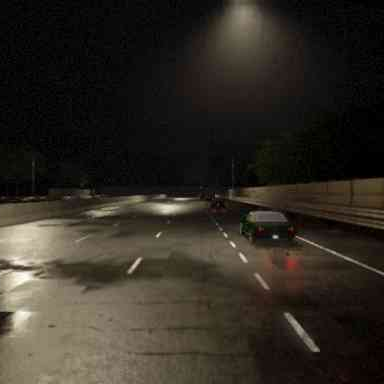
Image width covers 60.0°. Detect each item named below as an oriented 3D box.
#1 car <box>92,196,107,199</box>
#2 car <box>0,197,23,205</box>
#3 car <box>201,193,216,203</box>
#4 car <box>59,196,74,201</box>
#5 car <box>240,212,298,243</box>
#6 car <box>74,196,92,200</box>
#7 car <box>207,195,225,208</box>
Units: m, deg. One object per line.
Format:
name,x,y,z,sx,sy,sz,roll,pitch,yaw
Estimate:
car,-17.504,1.535,65.039,1.812,1.442,4.674,0,0,0
car,-28.038,1.515,51.324,1.837,1.490,4.892,0,0,1
car,3.499,1.509,72.276,1.882,1.535,5.008,0,0,0
car,-24.503,1.563,65.793,2.033,1.411,5.357,0,0,0
car,3.500,1.596,16.157,1.895,1.301,4.718,0,0,0
car,-21.003,1.548,65.790,2.128,1.511,4.902,0,0,0
car,3.498,1.536,46.897,1.812,1.442,4.674,0,0,0
